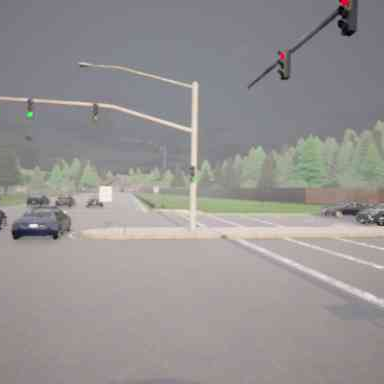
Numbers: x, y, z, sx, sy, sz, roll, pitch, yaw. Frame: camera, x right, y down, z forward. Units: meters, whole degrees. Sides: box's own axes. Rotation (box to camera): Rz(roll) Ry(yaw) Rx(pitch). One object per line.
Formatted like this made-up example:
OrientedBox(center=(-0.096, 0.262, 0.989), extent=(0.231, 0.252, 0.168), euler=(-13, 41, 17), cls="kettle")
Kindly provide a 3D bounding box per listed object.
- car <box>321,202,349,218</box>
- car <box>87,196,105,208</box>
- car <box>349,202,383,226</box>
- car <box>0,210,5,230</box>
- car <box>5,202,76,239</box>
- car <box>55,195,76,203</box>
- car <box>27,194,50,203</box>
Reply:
OrientedBox(center=(14.694, 1.652, 31.478), extent=(4.902, 1.511, 2.128), euler=(1, 0, -10), cls="car")
OrientedBox(center=(-12.286, 1.198, 42.672), extent=(1.812, 1.442, 4.674), euler=(1, 0, -11), cls="car")
OrientedBox(center=(14.437, 1.528, 24.320), extent=(4.553, 1.767, 2.097), euler=(1, 0, -10), cls="car")
OrientedBox(center=(-10.649, 1.127, 15.933), extent=(2.097, 1.767, 4.553), euler=(1, 0, -11), cls="car")
OrientedBox(center=(-7.128, 1.398, 16.138), extent=(1.994, 1.385, 4.181), euler=(1, 0, -11), cls="car")
OrientedBox(center=(-15.496, 1.114, 40.924), extent=(2.128, 1.511, 4.902), euler=(1, 0, -11), cls="car")
OrientedBox(center=(-19.239, 1.034, 41.843), extent=(1.882, 1.535, 5.008), euler=(1, 0, -11), cls="car")
